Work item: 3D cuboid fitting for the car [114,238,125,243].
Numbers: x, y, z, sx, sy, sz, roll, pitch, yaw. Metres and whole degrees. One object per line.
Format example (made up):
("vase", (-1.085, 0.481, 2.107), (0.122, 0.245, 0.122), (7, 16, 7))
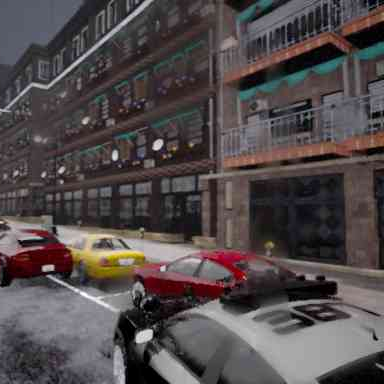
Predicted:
("car", (0.437, 1.837, 6.614), (1.887, 1.381, 4.507), (5, -4, -41))

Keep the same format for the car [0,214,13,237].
("car", (-14.162, 2.286, 23.228), (1.887, 1.381, 4.507), (5, -4, -41))

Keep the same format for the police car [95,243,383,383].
("police car", (0.653, 1.568, 2.881), (1.930, 1.638, 5.238), (2, -3, -26))

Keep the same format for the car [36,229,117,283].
("car", (-3.325, 1.930, 10.897), (1.752, 1.417, 4.829), (5, -4, -41))

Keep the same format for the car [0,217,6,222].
("car", (-9.371, 1.935, 15.118), (1.801, 1.575, 5.366), (3, -3, -41))

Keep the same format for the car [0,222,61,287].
("car", (-5.285, 1.880, 10.463), (1.812, 1.442, 4.674), (3, -3, -41))
